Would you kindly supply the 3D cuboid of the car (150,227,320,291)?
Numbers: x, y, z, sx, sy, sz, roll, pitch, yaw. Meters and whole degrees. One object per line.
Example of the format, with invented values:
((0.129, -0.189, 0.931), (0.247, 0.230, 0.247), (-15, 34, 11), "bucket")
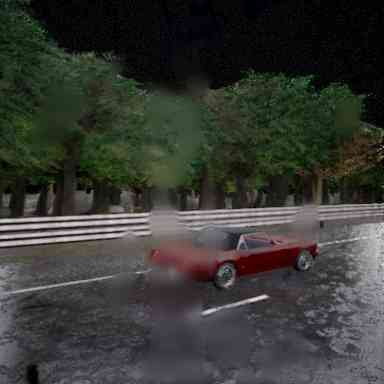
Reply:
((1.356, 1.601, 9.014), (4.718, 1.301, 1.895), (0, 0, -36), "car")
